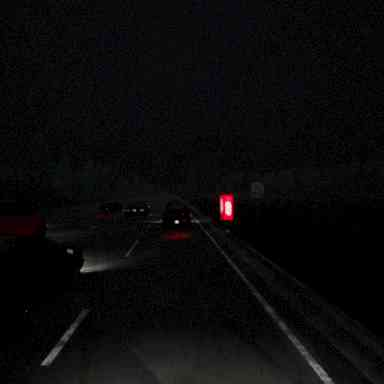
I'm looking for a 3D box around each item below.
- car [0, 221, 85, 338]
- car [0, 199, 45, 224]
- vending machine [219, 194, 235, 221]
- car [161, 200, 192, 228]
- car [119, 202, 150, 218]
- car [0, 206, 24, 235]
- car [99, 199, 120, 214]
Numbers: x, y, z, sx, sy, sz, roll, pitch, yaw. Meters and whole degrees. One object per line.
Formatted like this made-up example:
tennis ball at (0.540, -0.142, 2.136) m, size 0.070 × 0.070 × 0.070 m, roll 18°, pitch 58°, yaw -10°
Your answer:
car at (-3.679, 1.573, 6.539) m, size 2.033 × 1.411 × 5.357 m, roll 0°, pitch 0°, yaw -3°
car at (-7.533, 1.273, 12.606) m, size 2.150 × 2.045 × 5.566 m, roll 0°, pitch 0°, yaw -3°
vending machine at (2.746, 1.202, 26.022) m, size 1.100 × 2.100 × 0.880 m, roll 0°, pitch 0°, yaw -3°
car at (-1.033, 1.530, 22.377) m, size 1.837 × 1.490 × 4.892 m, roll 0°, pitch 0°, yaw -3°
car at (-4.967, 1.599, 30.476) m, size 2.033 × 1.411 × 5.357 m, roll 0°, pitch 0°, yaw -3°
car at (-11.343, 1.602, 18.465) m, size 1.812 × 1.442 × 4.674 m, roll 0°, pitch 0°, yaw -3°
car at (-8.785, 1.555, 36.324) m, size 1.882 × 1.535 × 5.008 m, roll 0°, pitch 0°, yaw -3°
